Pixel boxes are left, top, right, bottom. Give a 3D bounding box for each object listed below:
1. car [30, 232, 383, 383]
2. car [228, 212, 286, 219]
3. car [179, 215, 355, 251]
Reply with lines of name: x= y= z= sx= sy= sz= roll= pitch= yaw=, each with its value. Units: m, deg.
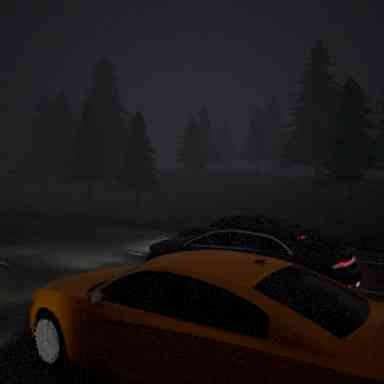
car: x=0.037 y=1.460 z=3.965 sx=5.008 sy=1.535 sz=1.882 roll=1 pitch=0 yaw=35
car: x=1.669 y=1.463 z=11.398 sx=4.892 sy=1.490 sz=1.837 roll=1 pitch=0 yaw=35
car: x=1.080 y=1.464 z=7.520 sx=4.902 sy=1.511 sz=2.128 roll=1 pitch=0 yaw=35
